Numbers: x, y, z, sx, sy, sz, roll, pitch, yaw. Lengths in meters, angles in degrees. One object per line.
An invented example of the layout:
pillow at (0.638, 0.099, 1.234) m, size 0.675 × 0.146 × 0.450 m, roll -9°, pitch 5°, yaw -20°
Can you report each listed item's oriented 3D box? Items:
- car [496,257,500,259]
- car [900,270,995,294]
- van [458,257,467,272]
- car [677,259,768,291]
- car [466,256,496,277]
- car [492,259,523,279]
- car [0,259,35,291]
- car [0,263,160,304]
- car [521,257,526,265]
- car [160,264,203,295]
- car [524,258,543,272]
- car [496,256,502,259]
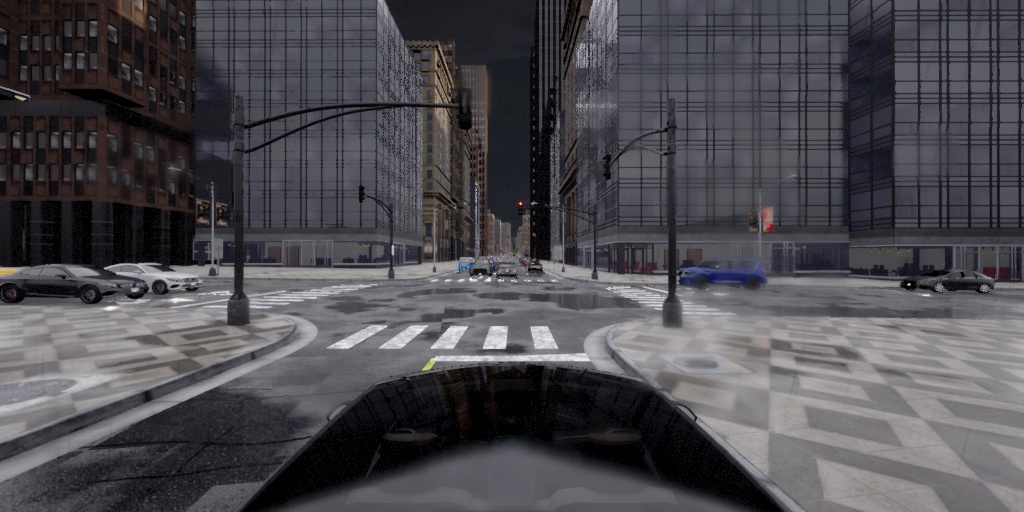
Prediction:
car at (-2.932, 1.192, 44.629) m, size 1.882 × 1.535 × 5.008 m, roll 0°, pitch 0°, yaw 1°
car at (28.870, 1.676, 23.862) m, size 4.892 × 1.490 × 1.837 m, roll 1°, pitch 0°, yaw 0°
van at (-5.691, 1.055, 44.719) m, size 1.690 × 1.789 × 3.998 m, roll 0°, pitch 0°, yaw 0°
car at (13.892, 1.192, 23.932) m, size 5.566 × 2.045 × 2.150 m, roll 1°, pitch 0°, yaw 1°
car at (-2.966, 1.078, 35.508) m, size 2.097 × 1.767 × 4.553 m, roll 0°, pitch 0°, yaw 0°
car at (-0.399, 1.277, 31.591) m, size 2.033 × 1.411 × 5.357 m, roll 0°, pitch 0°, yaw -1°
car at (-26.907, 0.885, 17.418) m, size 5.008 × 1.535 × 1.882 m, roll 1°, pitch 0°, yaw 1°
car at (-17.234, 1.045, 14.121) m, size 4.674 × 1.442 × 1.812 m, roll 1°, pitch 0°, yaw -1°
car at (2.926, 1.265, 61.621) m, size 1.802 × 1.307 × 4.207 m, roll 0°, pitch 0°, yaw 0°
car at (-17.762, 1.050, 17.377) m, size 4.674 × 1.442 × 1.812 m, roll 1°, pitch 0°, yaw 0°
car at (2.834, 1.279, 44.673) m, size 1.948 × 1.339 × 4.313 m, roll 0°, pitch 0°, yaw 0°
car at (-2.871, 1.202, 54.946) m, size 1.837 × 1.490 × 4.892 m, roll 0°, pitch 0°, yaw 1°
